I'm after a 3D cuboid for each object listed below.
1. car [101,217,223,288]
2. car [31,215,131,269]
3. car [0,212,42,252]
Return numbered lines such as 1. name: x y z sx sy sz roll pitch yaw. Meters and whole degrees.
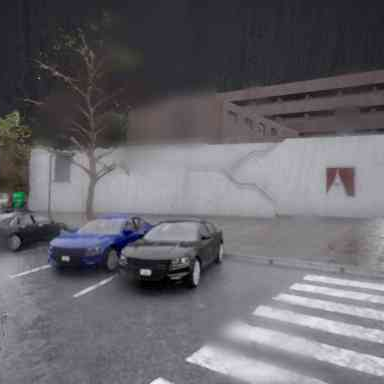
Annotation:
1. car: -0.341 1.542 9.729 2.097 1.535 5.008 0 -1 16
2. car: -2.750 1.581 11.452 2.097 1.535 5.008 0 -1 16
3. car: -7.548 1.670 14.908 2.231 1.521 4.892 -1 -1 17
